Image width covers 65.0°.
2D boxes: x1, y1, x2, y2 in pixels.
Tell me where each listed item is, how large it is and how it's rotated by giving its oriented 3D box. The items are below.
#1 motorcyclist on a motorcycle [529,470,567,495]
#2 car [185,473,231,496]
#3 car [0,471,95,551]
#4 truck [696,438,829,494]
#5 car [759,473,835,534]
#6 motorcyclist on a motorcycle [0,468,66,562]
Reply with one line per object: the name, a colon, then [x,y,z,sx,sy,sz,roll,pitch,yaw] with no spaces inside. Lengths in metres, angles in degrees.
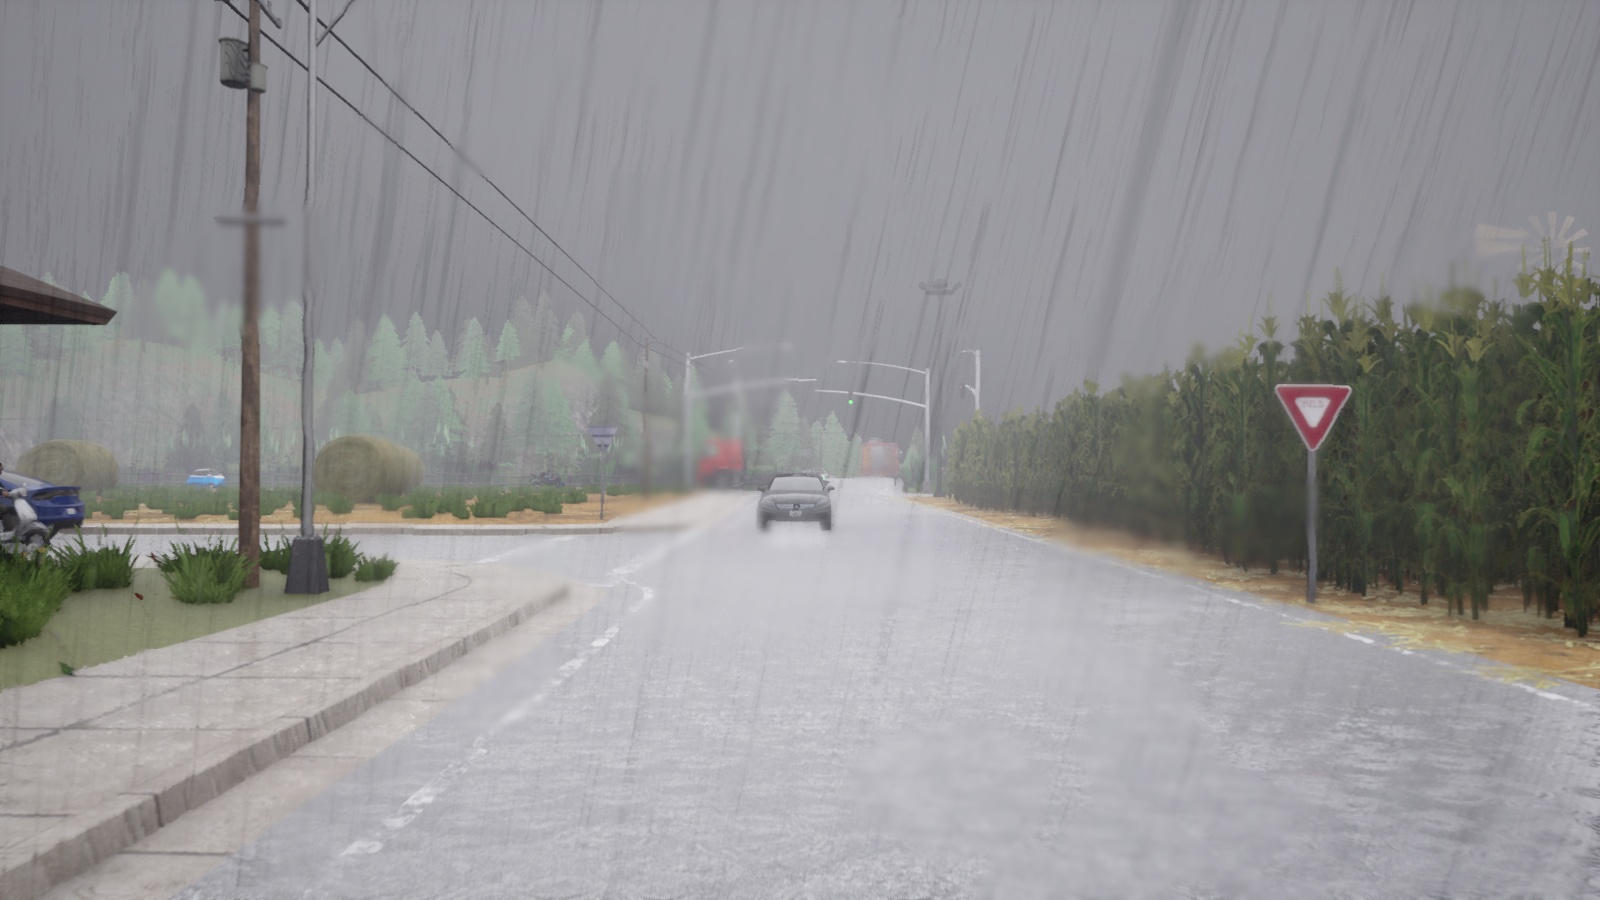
motorcyclist on a motorcycle: [-15.690,2.045,78.260,2.191,1.530,0.866,-1,-1,3]
car: [-37.379,2.167,79.328,2.207,1.376,1.481,-1,-1,3]
car: [-17.228,1.209,25.280,5.008,1.535,1.882,0,-1,-1]
truck: [-2.393,1.022,79.524,7.936,3.462,2.891,0,-1,21]
car: [-0.076,1.324,32.507,1.812,1.442,4.674,0,-1,0]
motorcyclist on a motorcycle: [-13.934,1.121,21.833,1.817,1.590,0.866,0,-1,-1]
